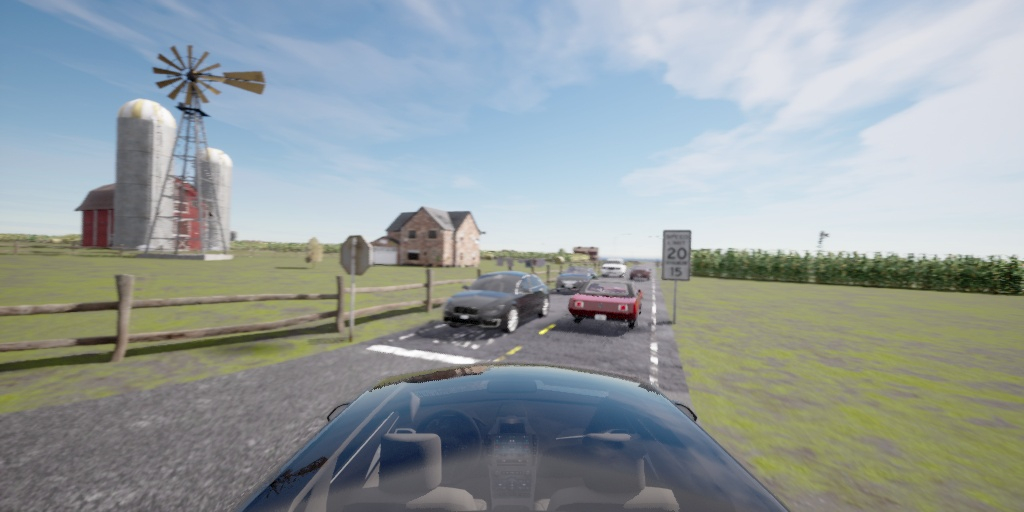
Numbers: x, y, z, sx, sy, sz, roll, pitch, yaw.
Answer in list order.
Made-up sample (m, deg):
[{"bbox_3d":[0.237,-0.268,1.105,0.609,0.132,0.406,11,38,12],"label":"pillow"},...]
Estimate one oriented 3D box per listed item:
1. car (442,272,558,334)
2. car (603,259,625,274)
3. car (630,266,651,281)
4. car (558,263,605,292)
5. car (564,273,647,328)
[{"bbox_3d":[-0.231,1.251,10.905,1.837,1.490,4.892,2,0,22],"label":"car"},{"bbox_3d":[11.500,1.341,40.438,2.150,2.045,5.566,2,0,22],"label":"car"},{"bbox_3d":[13.095,1.690,36.632,1.812,1.442,4.674,2,0,22],"label":"car"},{"bbox_3d":[3.970,1.370,21.515,2.128,1.511,4.902,2,0,22],"label":"car"},{"bbox_3d":[3.342,1.457,12.094,1.895,1.301,4.718,2,0,22],"label":"car"}]
